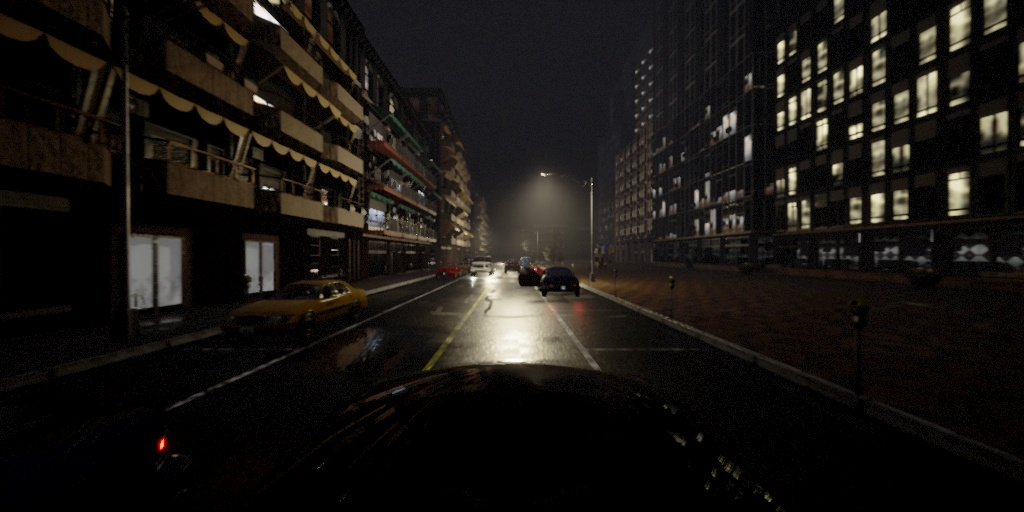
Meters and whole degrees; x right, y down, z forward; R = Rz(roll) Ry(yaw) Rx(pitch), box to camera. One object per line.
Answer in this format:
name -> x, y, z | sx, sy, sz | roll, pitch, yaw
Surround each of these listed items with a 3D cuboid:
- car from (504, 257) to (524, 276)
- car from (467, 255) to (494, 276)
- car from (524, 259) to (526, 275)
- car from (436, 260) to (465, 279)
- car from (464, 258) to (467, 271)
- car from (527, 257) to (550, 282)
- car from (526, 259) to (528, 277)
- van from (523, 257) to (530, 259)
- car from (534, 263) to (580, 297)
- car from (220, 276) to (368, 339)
car -> 0.056, 1.224, 42.373 | 2.128, 1.511, 4.902 | 0, 0, 1
car -> -3.077, 0.952, 37.812 | 2.150, 2.045, 5.566 | 0, 0, 0
car -> 2.705, 1.314, 43.412 | 1.802, 1.307, 4.207 | 0, 0, 0
car -> -5.679, 1.278, 32.362 | 1.888, 1.381, 4.507 | 0, 0, 0
car -> -5.675, 1.258, 43.245 | 1.751, 1.417, 4.829 | 0, 0, 0
car -> 2.701, 1.172, 32.357 | 1.967, 1.591, 4.097 | 0, 0, 0
car -> 2.703, 1.257, 38.054 | 1.751, 1.417, 4.829 | 0, 0, 0
van -> 2.712, 1.076, 59.991 | 1.690, 1.789, 3.998 | 0, 0, 0
car -> 2.358, 1.262, 18.776 | 1.812, 1.442, 4.674 | 0, 0, 0
car -> -5.688, 1.268, 10.086 | 1.751, 1.417, 4.829 | 0, 0, 0
